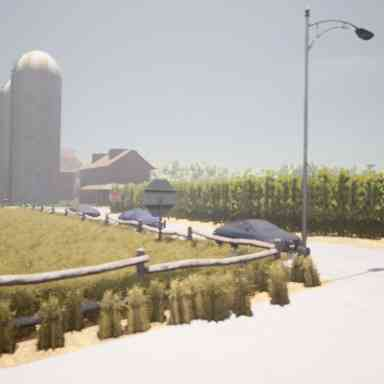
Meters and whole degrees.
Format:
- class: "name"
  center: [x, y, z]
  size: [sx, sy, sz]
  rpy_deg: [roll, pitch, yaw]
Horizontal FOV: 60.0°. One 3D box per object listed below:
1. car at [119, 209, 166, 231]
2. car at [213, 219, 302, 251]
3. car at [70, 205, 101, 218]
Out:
- class: "car"
  center: [-3.588, 1.920, 23.279]
  size: [1.812, 1.442, 4.674]
  rpy_deg: [2, -1, -36]
- class: "car"
  center: [2.684, 1.874, 14.139]
  size: [1.994, 1.385, 4.181]
  rpy_deg: [1, -1, -33]
- class: "car"
  center: [-10.829, 1.970, 33.414]
  size: [2.033, 1.411, 5.357]
  rpy_deg: [2, -1, -35]
